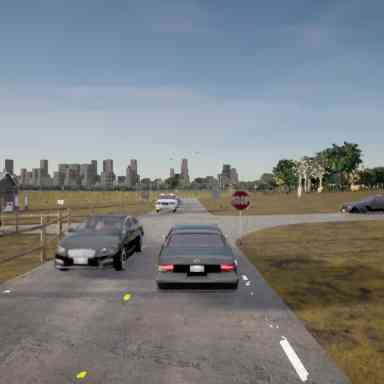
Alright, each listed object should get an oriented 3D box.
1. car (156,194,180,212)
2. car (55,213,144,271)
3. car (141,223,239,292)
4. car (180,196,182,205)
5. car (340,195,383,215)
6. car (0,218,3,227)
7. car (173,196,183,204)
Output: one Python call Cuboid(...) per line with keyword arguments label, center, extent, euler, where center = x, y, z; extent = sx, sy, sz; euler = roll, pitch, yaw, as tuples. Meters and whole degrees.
Cuboid(label="car", center=(-2.865, 1.231, 38.363), extent=(2.150, 2.045, 5.566), euler=(0, 0, 0))
Cuboid(label="car", center=(-2.781, 1.493, 10.946), extent=(2.128, 1.511, 4.902), euler=(0, 0, 2))
Cuboid(label="car", center=(0.094, 1.549, 9.035), extent=(2.033, 1.411, 5.357), euler=(0, 0, 0))
Cuboid(label="car", center=(-2.866, 1.542, 48.339), extent=(1.812, 1.442, 4.674), euler=(0, 0, 0))
Cuboid(label="car", center=(14.323, 0.942, 25.597), extent=(5.357, 1.411, 2.033), euler=(-2, 0, 0))
Cuboid(label="car", center=(-15.576, 2.029, 22.591), extent=(5.008, 1.535, 1.882), euler=(-2, 0, 0))
Cuboid(label="car", center=(-2.795, 1.592, 68.496), extent=(1.812, 1.442, 4.674), euler=(0, 0, 0))
